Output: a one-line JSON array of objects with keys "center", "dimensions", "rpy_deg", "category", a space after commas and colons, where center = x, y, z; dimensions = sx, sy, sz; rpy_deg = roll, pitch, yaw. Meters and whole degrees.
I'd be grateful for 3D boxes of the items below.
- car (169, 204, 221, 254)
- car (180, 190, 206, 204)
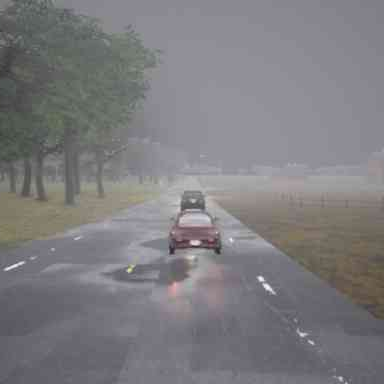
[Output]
[{"center": [0.099, 1.437, 13.040], "dimensions": [1.812, 1.442, 4.674], "rpy_deg": [0, 1, 0], "category": "car"}, {"center": [0.092, 0.843, 30.332], "dimensions": [2.150, 2.045, 5.566], "rpy_deg": [0, 1, 0], "category": "car"}]
